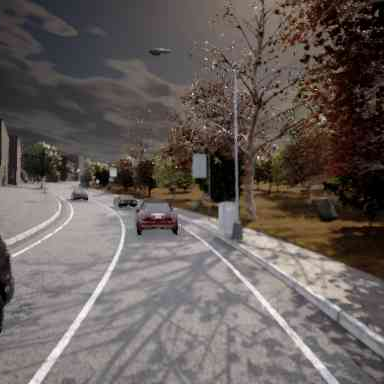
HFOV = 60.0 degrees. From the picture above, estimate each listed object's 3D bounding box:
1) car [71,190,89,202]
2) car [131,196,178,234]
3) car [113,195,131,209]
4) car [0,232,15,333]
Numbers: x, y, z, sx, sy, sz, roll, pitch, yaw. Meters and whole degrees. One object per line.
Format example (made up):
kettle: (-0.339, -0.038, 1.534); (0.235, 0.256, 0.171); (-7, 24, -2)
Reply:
car: (-14.713, 0.442, 43.502); (2.033, 1.411, 5.357); (1, 2, -25)
car: (-2.082, 1.203, 18.404); (2.097, 1.767, 4.553); (0, 1, -11)
car: (-7.149, 0.996, 35.240); (1.895, 1.301, 4.718); (1, 2, -22)
car: (-3.786, 1.226, 3.003); (2.150, 2.045, 5.566); (0, 0, -3)
